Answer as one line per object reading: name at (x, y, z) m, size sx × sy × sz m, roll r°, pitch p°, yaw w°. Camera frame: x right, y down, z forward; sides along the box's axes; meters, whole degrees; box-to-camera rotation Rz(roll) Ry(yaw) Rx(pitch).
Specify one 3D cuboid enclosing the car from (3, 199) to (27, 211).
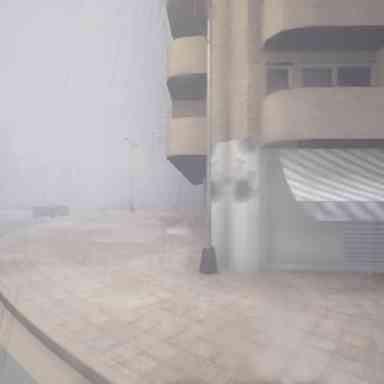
car at (-23.509, 1.773, 45.089) m, size 1.837 × 1.490 × 4.892 m, roll 0°, pitch -1°, yaw 2°

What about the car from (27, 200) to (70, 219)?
car at (-13.269, 1.673, 31.612) m, size 1.882 × 1.535 × 5.008 m, roll 0°, pitch -1°, yaw 1°
